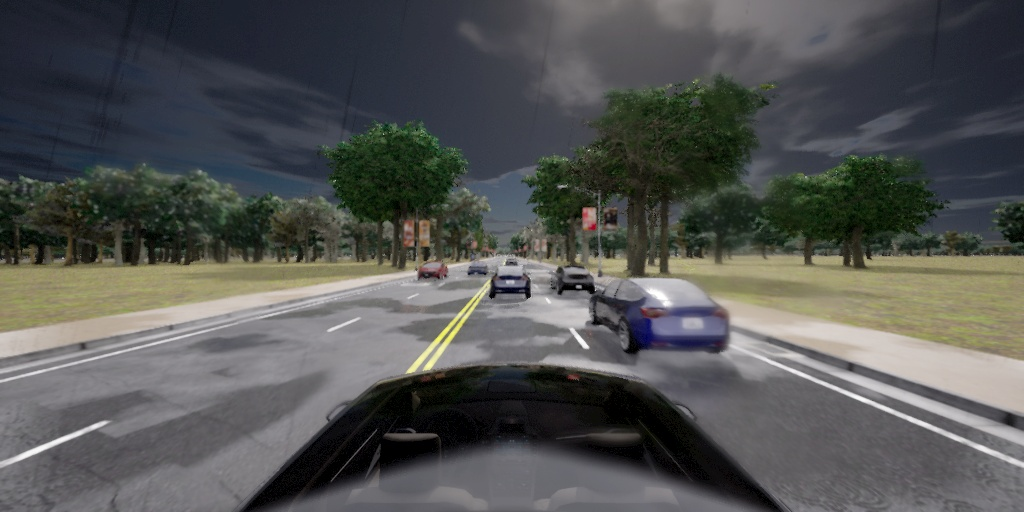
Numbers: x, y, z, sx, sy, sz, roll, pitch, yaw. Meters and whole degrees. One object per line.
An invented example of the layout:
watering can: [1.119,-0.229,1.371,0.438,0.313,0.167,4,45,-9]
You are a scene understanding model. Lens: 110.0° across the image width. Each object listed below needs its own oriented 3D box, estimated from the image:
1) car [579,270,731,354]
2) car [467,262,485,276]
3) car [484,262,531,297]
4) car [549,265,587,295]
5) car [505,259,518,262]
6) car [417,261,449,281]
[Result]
car: [3.244,1.249,8.780,2.163,1.488,4.792,0,0,0]
car: [-3.386,1.277,36.554,2.033,1.411,5.357,0,0,0]
car: [-0.073,1.244,18.716,2.163,1.488,4.792,0,0,0]
car: [3.225,1.243,19.756,1.837,1.490,4.892,0,0,0]
car: [-0.070,1.216,54.708,1.837,1.490,4.892,0,0,0]
car: [-6.642,1.211,30.495,1.882,1.535,5.008,0,0,0]
